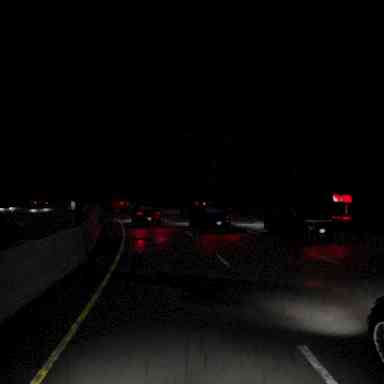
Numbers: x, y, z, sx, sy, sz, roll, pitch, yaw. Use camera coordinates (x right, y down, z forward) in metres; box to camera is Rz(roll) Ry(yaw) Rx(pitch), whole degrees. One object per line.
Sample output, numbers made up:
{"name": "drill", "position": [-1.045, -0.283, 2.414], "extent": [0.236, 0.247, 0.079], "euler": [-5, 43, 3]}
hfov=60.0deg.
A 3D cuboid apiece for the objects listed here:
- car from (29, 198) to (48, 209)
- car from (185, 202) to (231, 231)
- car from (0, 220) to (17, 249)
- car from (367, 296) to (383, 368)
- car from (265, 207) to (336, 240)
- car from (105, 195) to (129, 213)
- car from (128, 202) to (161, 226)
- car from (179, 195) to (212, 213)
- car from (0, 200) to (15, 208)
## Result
{"name": "car", "position": [-23.596, 1.667, 51.173], "extent": [2.097, 1.767, 4.553], "euler": [0, 0, -34]}
{"name": "car", "position": [1.048, 1.565, 20.826], "extent": [1.812, 1.442, 4.674], "euler": [0, 0, -12]}
{"name": "car", "position": [-8.103, 1.600, 11.962], "extent": [2.033, 1.411, 5.357], "euler": [0, 0, -8]}
{"name": "car", "position": [3.378, 1.520, 2.646], "extent": [1.812, 1.442, 4.674], "euler": [0, 0, -2]}
{"name": "car", "position": [5.340, 1.505, 17.068], "extent": [2.128, 1.511, 4.902], "euler": [0, 0, -10]}
{"name": "car", "position": [-9.006, 1.380, 39.950], "extent": [2.150, 2.045, 5.566], "euler": [0, 0, -24]}
{"name": "car", "position": [-3.353, 1.595, 24.091], "extent": [1.812, 1.442, 4.674], "euler": [0, 0, -14]}
{"name": "car", "position": [0.318, 1.305, 35.721], "extent": [2.150, 2.045, 5.566], "euler": [0, 0, -20]}
{"name": "car", "position": [-30.796, 1.961, 55.028], "extent": [1.994, 1.385, 4.181], "euler": [0, 0, -38]}
